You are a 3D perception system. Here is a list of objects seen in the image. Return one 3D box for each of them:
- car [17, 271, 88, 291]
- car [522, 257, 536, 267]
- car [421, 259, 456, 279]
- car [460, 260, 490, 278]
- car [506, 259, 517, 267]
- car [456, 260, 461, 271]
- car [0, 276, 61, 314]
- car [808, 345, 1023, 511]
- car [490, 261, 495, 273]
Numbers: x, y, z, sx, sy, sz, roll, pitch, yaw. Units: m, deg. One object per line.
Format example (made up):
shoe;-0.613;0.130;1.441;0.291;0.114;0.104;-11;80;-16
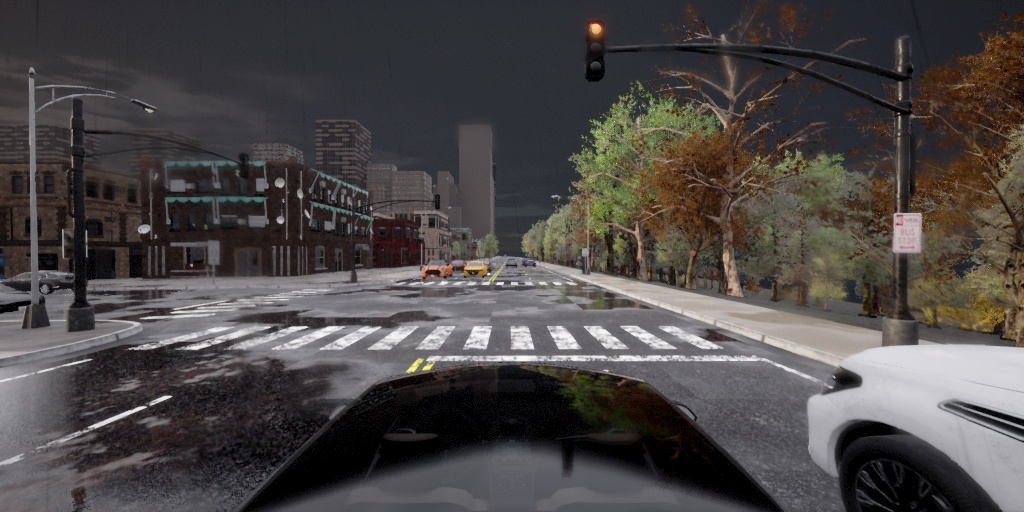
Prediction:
car;-28.321;1.559;21.594;4.403;1.370;2.007;0;0;0
car;3.219;1.252;64.046;1.812;1.442;4.674;0;0;0
car;-6.665;1.093;32.295;2.097;1.767;4.553;0;0;0
car;-3.418;1.217;34.092;1.882;1.535;5.008;0;0;0
car;-0.039;1.290;64.077;1.994;1.385;4.181;0;0;0
car;-6.687;1.213;44.333;1.882;1.535;5.008;0;0;0
car;-19.970;1.564;13.099;4.313;1.339;1.948;0;0;0
car;3.356;0.972;0.343;2.150;2.045;5.566;0;0;0
car;-3.440;1.261;43.984;1.812;1.442;4.674;0;0;0
